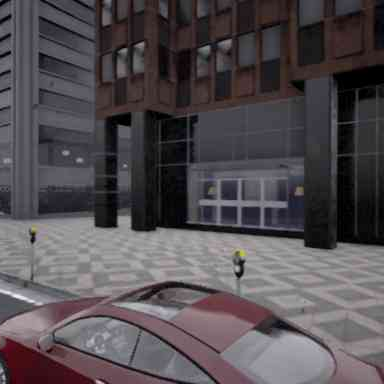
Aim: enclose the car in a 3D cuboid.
[{"bbox_3d":[-0.397,1.581,3.242,4.206,1.307,1.802,0,0,35],"label":"car"}]
